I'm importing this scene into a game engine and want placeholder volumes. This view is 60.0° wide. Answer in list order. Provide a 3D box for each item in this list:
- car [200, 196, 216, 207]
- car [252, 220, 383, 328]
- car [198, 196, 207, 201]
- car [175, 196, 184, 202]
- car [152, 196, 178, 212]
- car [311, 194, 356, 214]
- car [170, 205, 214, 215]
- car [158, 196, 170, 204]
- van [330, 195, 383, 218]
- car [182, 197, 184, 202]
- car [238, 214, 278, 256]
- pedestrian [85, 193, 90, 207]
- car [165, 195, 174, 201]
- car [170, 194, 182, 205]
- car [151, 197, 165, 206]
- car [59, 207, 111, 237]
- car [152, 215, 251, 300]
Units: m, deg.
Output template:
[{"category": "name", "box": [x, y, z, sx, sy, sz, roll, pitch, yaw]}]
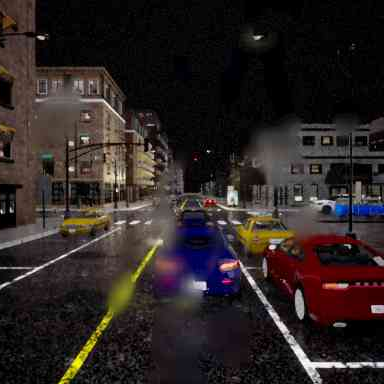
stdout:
[{"category": "car", "box": [2.673, 1.462, 50.866, 1.967, 1.590, 4.097, 0, 0, 0]}, {"category": "car", "box": [2.684, 1.544, 7.000, 1.887, 1.381, 4.507, 0, 0, 0]}, {"category": "car", "box": [2.666, 1.622, 85.046, 2.008, 1.369, 4.403, -1, 0, 0]}, {"category": "car", "box": [-3.017, 1.599, 78.751, 1.994, 1.385, 4.181, 0, 0, 0]}, {"category": "car", "box": [-3.105, 1.526, 39.177, 2.033, 1.411, 5.357, 0, 0, 0]}, {"category": "car", "box": [15.477, 1.256, 34.957, 5.566, 2.045, 2.150, 0, 0, 0]}, {"category": "car", "box": [0.097, 1.565, 16.976, 1.994, 1.385, 4.181, 0, 0, 0]}, {"category": "car", "box": [-5.710, 1.594, 67.942, 2.008, 1.369, 4.403, 0, 0, 0]}, {"category": "van", "box": [14.652, 1.413, 29.163, 3.998, 1.788, 1.690, 0, 0, 0]}, {"category": "car", "box": [-3.036, 1.644, 67.261, 1.895, 1.301, 4.718, 0, 0, 0]}, {"category": "car", "box": [2.683, 1.526, 12.867, 1.752, 1.417, 4.829, 0, 0, 0]}, {"category": "pedestrian", "box": [-12.639, 1.079, 40.276, 0.375, 1.860, 0.375, 0, 0, 0]}, {"category": "car", "box": [-5.715, 1.596, 84.862, 1.752, 1.417, 4.829, 0, 0, 0]}, {"category": "car", "box": [-3.100, 1.516, 53.587, 2.128, 1.511, 4.902, 0, 0, 0]}, {"category": "car", "box": [-5.708, 1.579, 56.549, 2.008, 1.369, 4.403, 0, 0, 0]}, {"category": "car", "box": [-5.700, 1.527, 18.226, 1.752, 1.417, 4.829, 0, 0, 0]}, {"category": "car", "box": [0.102, 1.525, 8.283, 1.812, 1.442, 4.674, 0, 0, 0]}]
